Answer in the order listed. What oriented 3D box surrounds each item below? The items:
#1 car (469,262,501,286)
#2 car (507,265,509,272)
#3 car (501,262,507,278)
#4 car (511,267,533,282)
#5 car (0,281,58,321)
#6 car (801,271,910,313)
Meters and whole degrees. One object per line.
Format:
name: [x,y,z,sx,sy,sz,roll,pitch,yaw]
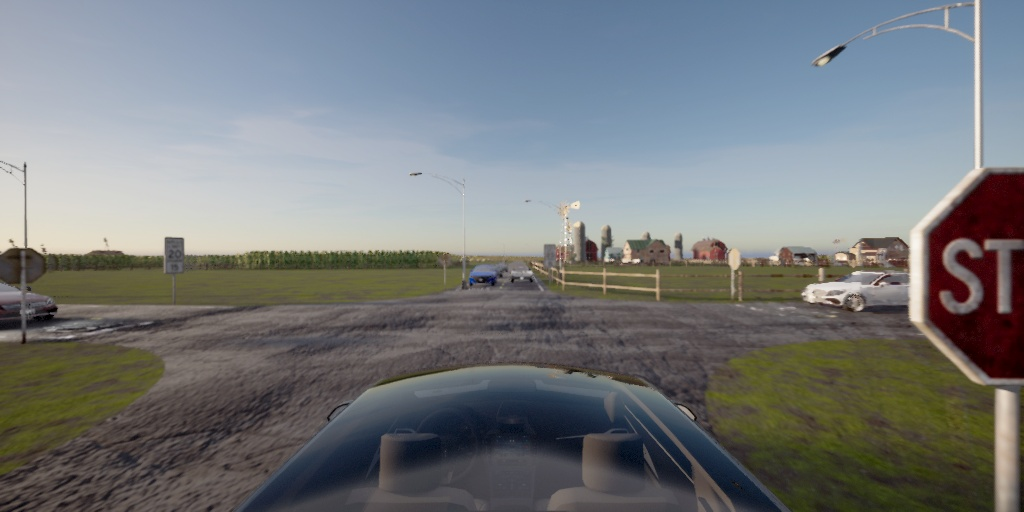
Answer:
car: [-2.167,1.453,28.017,1.882,1.535,5.008,0,0,1]
car: [-1.554,1.675,53.078,2.128,1.511,4.902,0,0,2]
car: [-1.927,1.551,38.374,2.128,1.511,4.902,0,0,1]
car: [0.884,1.601,32.525,1.895,1.301,4.718,0,0,1]
car: [-17.318,1.464,11.407,4.674,1.442,1.812,0,0,7]
car: [13.738,1.289,13.593,4.674,1.442,1.812,0,0,1]
